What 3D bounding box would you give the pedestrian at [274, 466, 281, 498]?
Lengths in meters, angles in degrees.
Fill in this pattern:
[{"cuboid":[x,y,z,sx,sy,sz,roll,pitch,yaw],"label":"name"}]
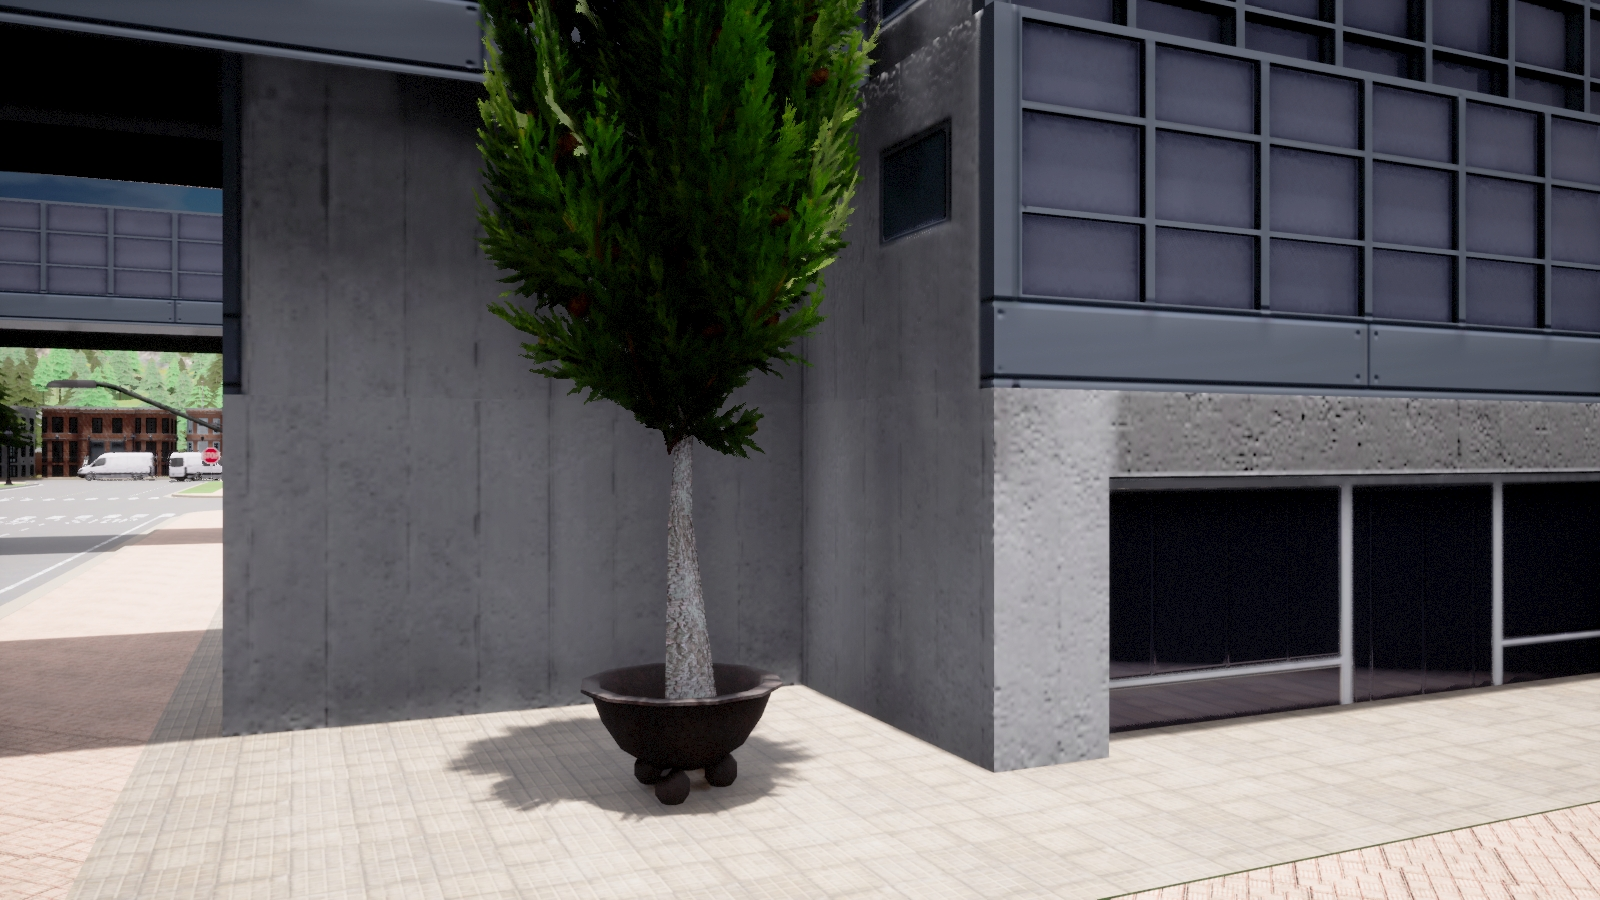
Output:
[{"cuboid":[-30.292,1.849,66.253,0.375,1.860,0.375,0,0,-24],"label":"pedestrian"}]
